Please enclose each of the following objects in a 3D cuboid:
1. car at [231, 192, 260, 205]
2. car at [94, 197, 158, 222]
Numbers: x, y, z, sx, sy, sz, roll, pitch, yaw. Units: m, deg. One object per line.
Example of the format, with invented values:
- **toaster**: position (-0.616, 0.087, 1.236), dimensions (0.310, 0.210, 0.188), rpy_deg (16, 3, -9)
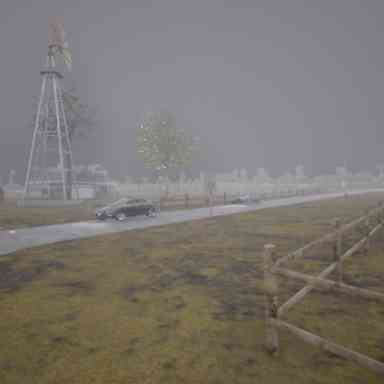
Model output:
- **car**: position (6.097, 0.731, 37.642), dimensions (1.994, 1.385, 4.181), rpy_deg (-1, 1, 35)
- **car**: position (-4.418, 1.117, 22.806), dimensions (1.837, 1.490, 4.892), rpy_deg (-1, 1, 35)
